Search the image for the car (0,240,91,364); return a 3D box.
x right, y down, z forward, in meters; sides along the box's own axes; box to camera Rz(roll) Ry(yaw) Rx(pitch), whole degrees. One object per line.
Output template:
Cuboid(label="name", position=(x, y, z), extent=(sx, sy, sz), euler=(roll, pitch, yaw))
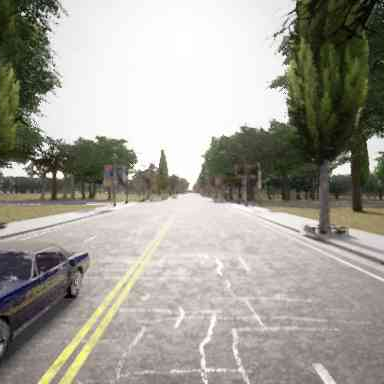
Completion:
Cuboid(label="car", position=(-3.348, 1.600, 5.716), extent=(1.895, 1.301, 4.718), euler=(0, 0, 0))
